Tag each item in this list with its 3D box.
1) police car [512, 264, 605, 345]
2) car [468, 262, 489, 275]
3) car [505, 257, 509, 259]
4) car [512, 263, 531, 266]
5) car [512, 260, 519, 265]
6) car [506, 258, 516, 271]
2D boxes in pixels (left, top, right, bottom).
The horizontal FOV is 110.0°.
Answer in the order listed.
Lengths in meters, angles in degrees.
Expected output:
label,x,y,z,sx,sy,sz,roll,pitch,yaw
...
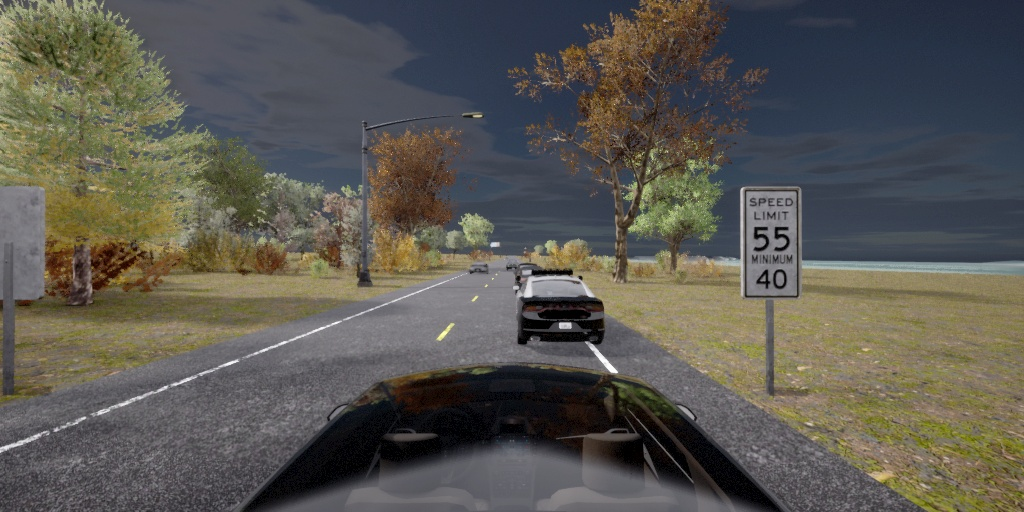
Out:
label,x,y,z,sx,sy,sz,roll,pitch,yaw
police car,1.057,1.175,9.674,1.930,1.638,5.238,0,0,0
car,-3.512,1.309,38.829,1.994,1.385,4.181,0,0,0
car,0.164,1.283,61.365,2.033,1.411,5.357,0,0,0
car,1.076,1.275,19.559,1.812,1.442,4.674,0,0,0
car,1.096,1.254,25.558,1.837,1.490,4.892,0,0,0
car,0.160,1.343,49.589,1.895,1.301,4.718,0,0,1
